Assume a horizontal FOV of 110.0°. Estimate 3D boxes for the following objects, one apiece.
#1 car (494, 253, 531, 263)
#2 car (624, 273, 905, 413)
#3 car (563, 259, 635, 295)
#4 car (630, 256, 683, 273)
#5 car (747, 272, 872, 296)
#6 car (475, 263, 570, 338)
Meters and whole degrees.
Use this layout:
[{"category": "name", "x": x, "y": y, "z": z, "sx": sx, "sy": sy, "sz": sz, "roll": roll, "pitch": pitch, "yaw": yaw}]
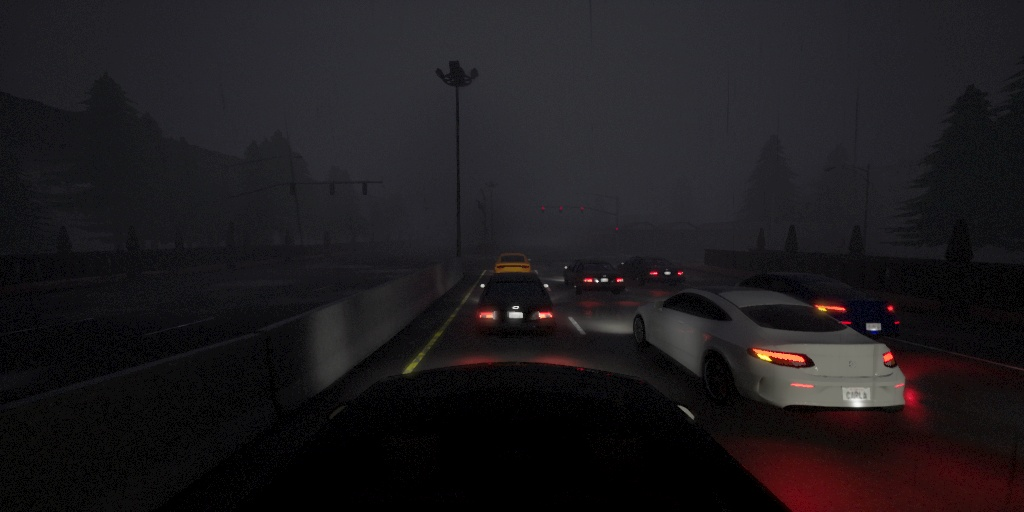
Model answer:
[{"category": "car", "x": 0.023, "y": 0.562, "z": 19.515, "sx": 1.882, "sy": 1.535, "sz": 5.008, "roll": 0, "pitch": 3, "yaw": 0}, {"category": "car", "x": 3.581, "y": 1.225, "z": 6.038, "sx": 1.812, "sy": 1.442, "sz": 4.674, "roll": 0, "pitch": 1, "yaw": 0}, {"category": "car", "x": 3.533, "y": 0.823, "z": 16.206, "sx": 2.033, "sy": 1.411, "sz": 5.357, "roll": 0, "pitch": 3, "yaw": 0}, {"category": "car", "x": 7.028, "y": 0.681, "z": 18.711, "sx": 2.033, "sy": 1.411, "sz": 5.357, "roll": 0, "pitch": 3, "yaw": 0}, {"category": "car", "x": 7.066, "y": 1.137, "z": 9.310, "sx": 1.812, "sy": 1.442, "sz": 4.674, "roll": 0, "pitch": 2, "yaw": 0}, {"category": "car", "x": 0.069, "y": 1.143, "z": 9.720, "sx": 2.033, "sy": 1.411, "sz": 5.357, "roll": 0, "pitch": 2, "yaw": 0}]
